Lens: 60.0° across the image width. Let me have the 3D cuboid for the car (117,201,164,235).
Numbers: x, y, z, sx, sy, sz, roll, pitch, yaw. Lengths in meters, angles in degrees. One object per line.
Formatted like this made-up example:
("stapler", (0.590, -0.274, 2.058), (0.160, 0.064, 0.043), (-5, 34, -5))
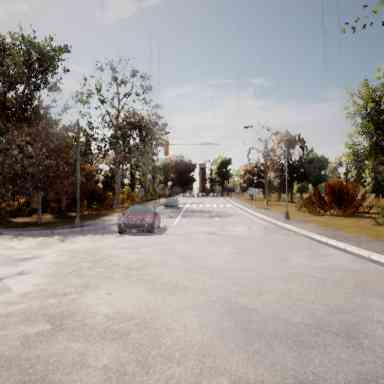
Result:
("car", (-3.176, 1.574, 20.670), (2.097, 1.767, 4.553), (-1, 0, 1))

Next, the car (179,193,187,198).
("car", (-2.046, 0.899, 69.768), (1.812, 1.442, 4.674), (0, 1, 2))

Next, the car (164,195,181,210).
("car", (-2.724, 1.560, 45.233), (1.837, 1.490, 4.892), (0, 2, 1))
